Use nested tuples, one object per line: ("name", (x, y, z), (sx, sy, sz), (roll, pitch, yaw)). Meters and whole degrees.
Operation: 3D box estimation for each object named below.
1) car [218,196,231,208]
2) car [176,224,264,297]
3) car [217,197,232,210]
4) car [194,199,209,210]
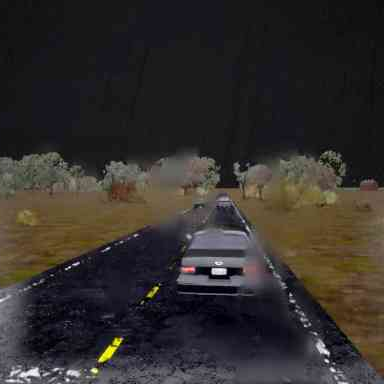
("car", (4.858, 1.470, 49.599), (1.882, 1.535, 5.008), (0, 0, 6))
("car", (0.762, 1.548, 8.785), (2.033, 1.411, 5.357), (0, 0, 6))
("car", (4.164, 1.488, 42.296), (2.128, 1.511, 4.902), (0, 0, 6))
("car", (1.289, 1.597, 44.079), (1.895, 1.301, 4.718), (0, 0, 6))
